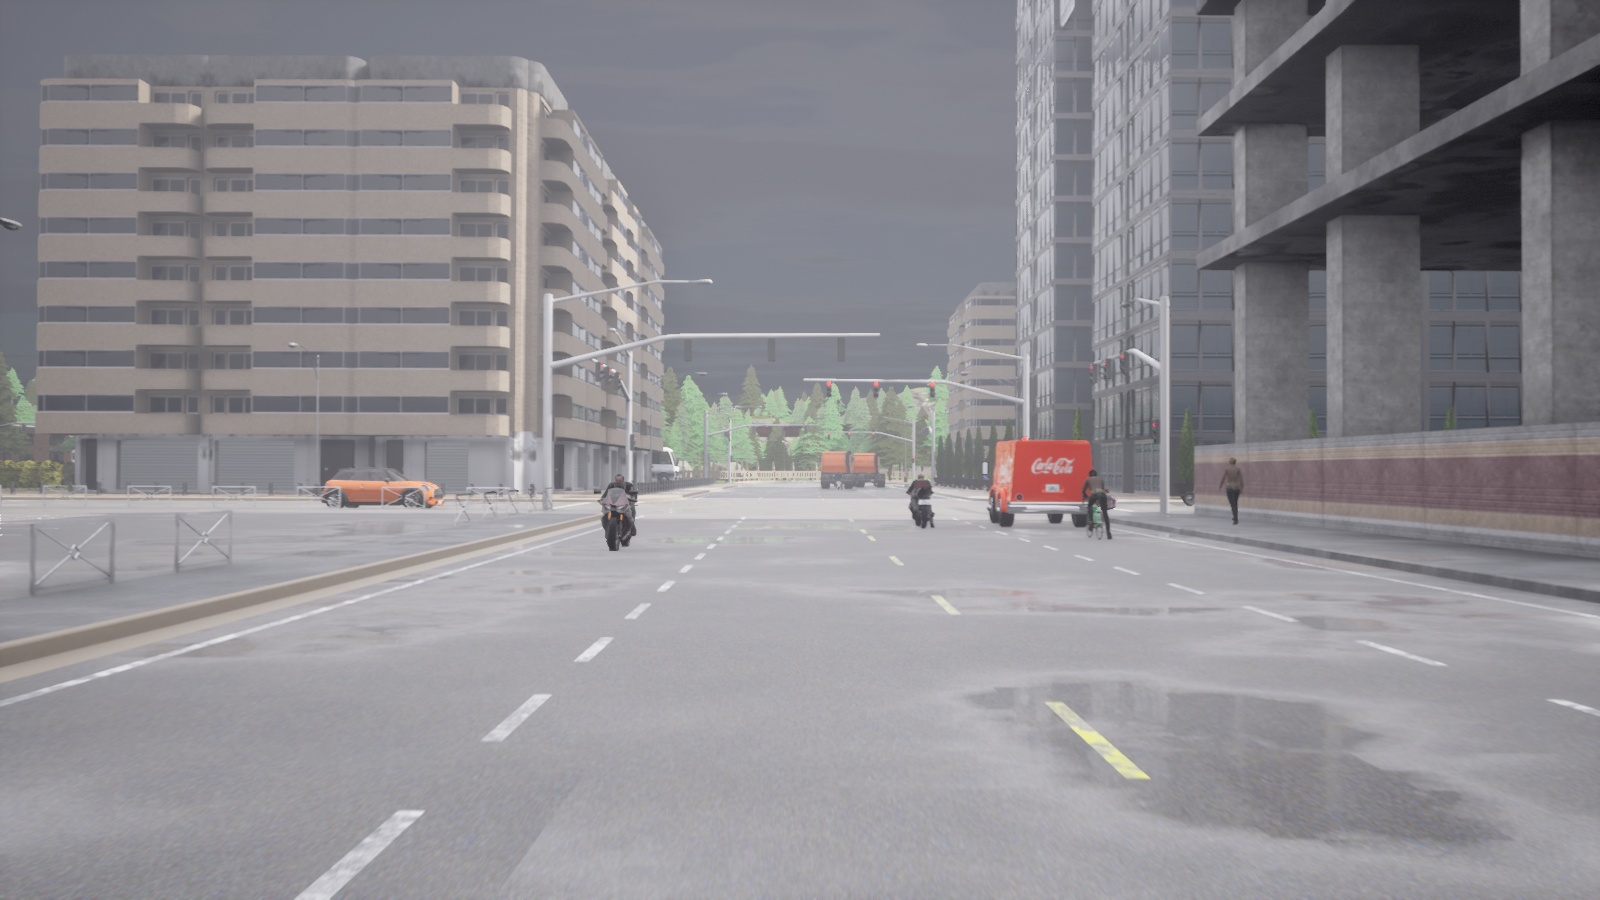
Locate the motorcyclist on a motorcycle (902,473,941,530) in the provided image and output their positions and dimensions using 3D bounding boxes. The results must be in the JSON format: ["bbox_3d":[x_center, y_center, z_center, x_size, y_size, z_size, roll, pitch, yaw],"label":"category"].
[{"bbox_3d":[3.413,1.429,35.405,0.866,1.530,2.191,0,-1,0],"label":"motorcyclist on a motorcycle"}]

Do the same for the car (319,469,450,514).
[{"bbox_3d":[-16.571,1.637,50.290,4.553,1.767,2.097,0,-1,0],"label":"car"}]

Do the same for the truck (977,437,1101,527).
[{"bbox_3d":[6.908,0.919,36.948,2.627,2.467,5.204,0,-1,0],"label":"truck"}]

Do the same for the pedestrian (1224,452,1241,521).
[{"bbox_3d":[11.726,0.991,34.020,0.331,1.846,0.634,0,-1,11],"label":"pedestrian"}]

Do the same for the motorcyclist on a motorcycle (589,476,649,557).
[{"bbox_3d":[-3.561,1.281,24.886,0.866,1.530,2.191,0,-1,0],"label":"motorcyclist on a motorcycle"}]

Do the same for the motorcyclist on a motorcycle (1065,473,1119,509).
[{"bbox_3d":[12.506,1.757,53.880,2.191,1.530,0.866,0,-2,8],"label":"motorcyclist on a motorcycle"}]

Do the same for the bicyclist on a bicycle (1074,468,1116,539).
[{"bbox_3d":[6.927,1.235,29.593,0.582,1.620,1.656,0,-1,0],"label":"bicyclist on a bicycle"}]
